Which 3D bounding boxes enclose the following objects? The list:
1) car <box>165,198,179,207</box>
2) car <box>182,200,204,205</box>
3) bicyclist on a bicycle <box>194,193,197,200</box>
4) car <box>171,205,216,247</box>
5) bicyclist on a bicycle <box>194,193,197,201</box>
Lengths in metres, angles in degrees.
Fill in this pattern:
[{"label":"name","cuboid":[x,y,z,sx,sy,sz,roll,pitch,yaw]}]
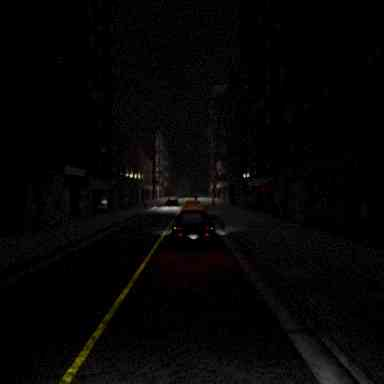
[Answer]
[{"label":"car","cuboid":[-3.077,1.569,51.541,1.895,1.301,4.718,0,0,0]},{"label":"car","cuboid":[0.078,1.472,30.673,1.882,1.535,5.008,0,0,0]},{"label":"bicyclist on a bicycle","cuboid":[0.823,1.345,70.611,0.582,1.620,1.656,0,0,0]},{"label":"car","cuboid":[0.077,1.523,14.962,1.812,1.442,4.674,0,0,0]},{"label":"bicyclist on a bicycle","cuboid":[0.821,1.218,79.605,0.659,1.776,1.843,0,1,0]}]
